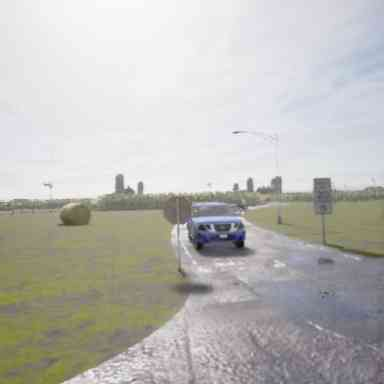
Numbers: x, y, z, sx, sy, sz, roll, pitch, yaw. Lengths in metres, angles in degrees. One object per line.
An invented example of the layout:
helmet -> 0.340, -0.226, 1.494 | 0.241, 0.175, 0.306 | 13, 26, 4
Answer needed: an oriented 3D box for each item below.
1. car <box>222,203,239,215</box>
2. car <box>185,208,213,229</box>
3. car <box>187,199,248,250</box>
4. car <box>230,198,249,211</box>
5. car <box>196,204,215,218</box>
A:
car -> 5.560, 2.342, 47.311 | 1.812, 1.442, 4.674 | -2, -1, 13
car -> 0.571, 2.110, 27.494 | 2.033, 1.411, 5.357 | -2, -1, 1
car -> 1.028, 1.541, 16.532 | 2.150, 2.045, 5.566 | -2, -1, -6
car -> 8.197, 2.178, 57.298 | 2.150, 2.045, 5.566 | -2, -1, 18
car -> 1.791, 2.330, 42.009 | 1.837, 1.490, 4.892 | -2, -1, 9
